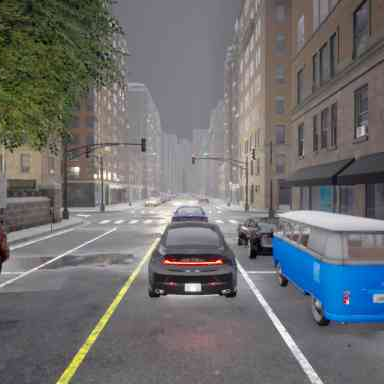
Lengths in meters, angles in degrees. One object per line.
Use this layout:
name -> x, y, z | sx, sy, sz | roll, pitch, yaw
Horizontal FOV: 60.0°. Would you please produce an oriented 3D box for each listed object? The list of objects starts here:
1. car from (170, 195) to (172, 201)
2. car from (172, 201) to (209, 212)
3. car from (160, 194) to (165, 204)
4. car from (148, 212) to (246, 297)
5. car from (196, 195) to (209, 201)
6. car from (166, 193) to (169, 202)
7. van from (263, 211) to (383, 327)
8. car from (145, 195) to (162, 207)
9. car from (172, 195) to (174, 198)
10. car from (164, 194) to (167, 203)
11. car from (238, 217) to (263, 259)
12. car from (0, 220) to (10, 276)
car -> -6.270, 1.522, 77.617 | 2.008, 1.369, 4.403 | 0, 0, 0
car -> -0.103, 1.472, 18.020 | 1.882, 1.535, 5.008 | 0, 0, 0
car -> -6.099, 1.521, 55.814 | 2.008, 1.369, 4.403 | 0, 0, 0
car -> 0.009, 1.503, 8.525 | 1.837, 1.490, 4.892 | 0, 0, 0
car -> 2.339, 1.409, 66.818 | 1.967, 1.590, 4.097 | 0, 0, 0
car -> -6.185, 1.514, 66.716 | 1.887, 1.381, 4.507 | 0, 0, 0
van -> 2.808, 1.340, 6.783 | 1.690, 1.788, 3.998 | 0, 0, 0
car -> -6.056, 1.498, 50.194 | 1.752, 1.417, 4.829 | 0, 0, 0
car -> -6.313, 1.289, 83.068 | 2.192, 1.841, 5.009 | 0, 0, 0
car -> -6.142, 1.514, 61.265 | 1.887, 1.381, 4.507 | 0, 0, 0
car -> 2.765, 1.563, 12.443 | 1.947, 1.339, 4.313 | 0, 0, 0
car -> -5.716, 1.314, 6.676 | 2.192, 1.841, 5.009 | 0, 0, 0
